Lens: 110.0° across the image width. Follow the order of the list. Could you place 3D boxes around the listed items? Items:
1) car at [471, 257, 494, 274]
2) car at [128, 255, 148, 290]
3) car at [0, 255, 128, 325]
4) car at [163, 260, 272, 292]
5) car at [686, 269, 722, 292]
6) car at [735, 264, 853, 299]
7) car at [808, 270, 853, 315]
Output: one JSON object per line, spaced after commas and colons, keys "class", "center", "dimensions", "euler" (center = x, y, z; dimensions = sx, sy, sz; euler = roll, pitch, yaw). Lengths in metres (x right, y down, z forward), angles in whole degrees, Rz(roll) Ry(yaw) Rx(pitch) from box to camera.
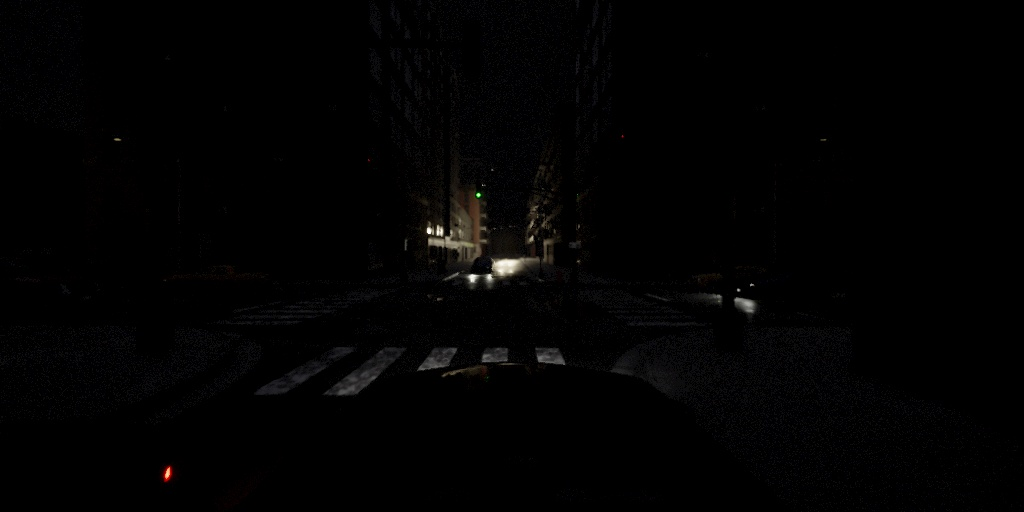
{"class": "car", "center": [-2.760, 0.853, 33.850], "dimensions": [1.882, 1.535, 5.008], "euler": [0, 2, 0]}
{"class": "car", "center": [-20.765, 0.845, 18.631], "dimensions": [5.009, 1.841, 2.192], "euler": [0, 0, 0]}
{"class": "car", "center": [-15.103, 0.920, 10.600], "dimensions": [5.009, 1.841, 2.192], "euler": [0, 0, 0]}
{"class": "car", "center": [-15.256, 1.062, 18.625], "dimensions": [4.829, 1.417, 1.751], "euler": [0, 0, 0]}
{"class": "car", "center": [11.627, 1.089, 18.595], "dimensions": [4.829, 1.417, 1.751], "euler": [0, 0, 0]}
{"class": "car", "center": [12.791, 1.133, 16.050], "dimensions": [5.357, 1.411, 2.033], "euler": [0, 0, 0]}
{"class": "car", "center": [11.779, 1.198, 10.570], "dimensions": [4.313, 1.339, 1.948], "euler": [0, 0, 0]}
